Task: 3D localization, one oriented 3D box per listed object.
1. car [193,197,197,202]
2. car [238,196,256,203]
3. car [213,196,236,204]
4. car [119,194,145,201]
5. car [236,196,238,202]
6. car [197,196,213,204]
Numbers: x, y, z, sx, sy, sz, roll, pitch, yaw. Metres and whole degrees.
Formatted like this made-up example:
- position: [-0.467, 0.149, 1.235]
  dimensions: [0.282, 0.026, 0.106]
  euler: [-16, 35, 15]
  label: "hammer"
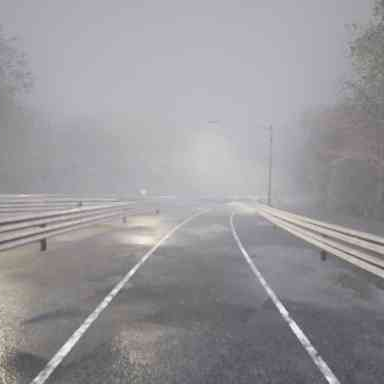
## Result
- position: [2.107, 1.641, 74.651]
  dimensions: [1.895, 1.301, 4.718]
  euler: [2, 0, 25]
  label: "car"
- position: [13.631, 1.920, 82.754]
  dimensions: [1.837, 1.490, 4.892]
  euler: [2, 0, 25]
  label: "car"
- position: [6.709, 1.585, 67.963]
  dimensions: [2.097, 1.767, 4.553]
  euler: [2, 0, 25]
  label: "car"
- position: [-9.057, 1.077, 50.793]
  dimensions: [2.097, 1.767, 4.553]
  euler: [2, 0, 25]
  label: "car"
- position: [12.066, 1.885, 87.664]
  dimensions: [2.033, 1.411, 5.357]
  euler: [2, 0, 25]
  label: "car"
- position: [3.468, 1.591, 69.299]
  dimensions: [1.882, 1.535, 5.008]
  euler: [2, 0, 25]
  label: "car"
